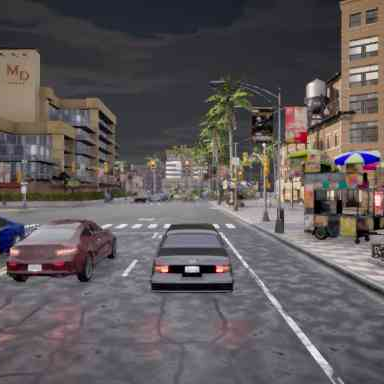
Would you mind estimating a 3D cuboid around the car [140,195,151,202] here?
[{"bbox_3d":[-11.244,1.478,80.463,1.882,1.535,5.008,0,0,-1],"label":"car"}]

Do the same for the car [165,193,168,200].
[{"bbox_3d":[-7.747,1.225,80.707,2.150,2.045,5.566,0,0,-1],"label":"car"}]

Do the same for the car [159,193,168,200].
[{"bbox_3d":[-7.853,1.225,91.456,2.150,2.045,5.566,0,0,-1],"label":"car"}]

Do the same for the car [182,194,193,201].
[{"bbox_3d":[-0.785,1.525,84.837,2.128,1.511,4.902,0,0,-1],"label":"car"}]

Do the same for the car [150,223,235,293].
[{"bbox_3d":[-0.004,1.547,8.970,2.033,1.411,5.357,0,0,0],"label":"car"}]

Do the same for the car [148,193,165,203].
[{"bbox_3d":[-7.659,1.355,71.368,2.097,1.767,4.553,0,0,-1],"label":"car"}]

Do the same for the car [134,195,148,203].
[{"bbox_3d":[-11.159,1.595,71.320,1.895,1.301,4.718,0,0,-1],"label":"car"}]

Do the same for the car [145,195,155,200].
[{"bbox_3d":[-11.342,1.540,90.761,2.033,1.411,5.357,0,0,-1],"label":"car"}]

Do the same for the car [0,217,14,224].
[{"bbox_3d":[-7.169,1.477,10.422,1.882,1.535,5.008,0,0,0],"label":"car"}]

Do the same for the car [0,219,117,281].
[{"bbox_3d":[-3.510,1.526,9.709,1.812,1.442,4.674,0,0,0],"label":"car"}]
